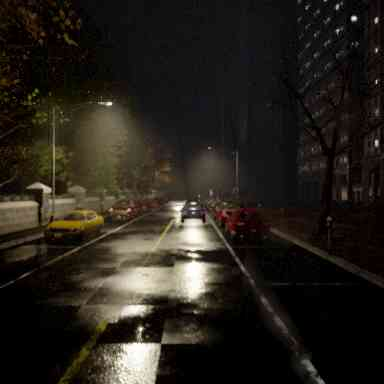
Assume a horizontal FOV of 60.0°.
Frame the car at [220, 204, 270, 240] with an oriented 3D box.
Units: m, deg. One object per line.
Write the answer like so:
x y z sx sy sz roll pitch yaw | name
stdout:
2.691 1.536 16.679 1.887 1.381 4.507 0 0 0 | car

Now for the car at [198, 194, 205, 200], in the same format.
2.688 1.469 95.531 1.967 1.590 4.097 0 0 0 | car

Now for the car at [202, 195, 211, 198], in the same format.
2.689 1.571 50.472 1.802 1.307 4.206 0 0 0 | car

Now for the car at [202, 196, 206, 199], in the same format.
2.689 1.570 44.840 1.802 1.307 4.206 0 0 0 | car

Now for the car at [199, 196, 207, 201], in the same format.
2.689 1.598 84.265 1.802 1.307 4.206 0 0 0 | car

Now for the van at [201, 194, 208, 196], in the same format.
2.689 1.336 61.737 1.690 1.788 3.998 0 0 0 | van

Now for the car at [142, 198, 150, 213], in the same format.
-5.691 1.533 33.575 1.887 1.381 4.507 0 0 0 | car

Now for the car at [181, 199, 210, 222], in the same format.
0.099 1.536 26.217 2.033 1.411 5.357 0 0 0 | car

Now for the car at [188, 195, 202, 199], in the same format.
0.099 1.466 45.836 1.882 1.535 5.008 0 0 0 | car

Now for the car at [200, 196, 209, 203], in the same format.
2.688 1.587 73.000 1.802 1.307 4.206 0 0 0 | car

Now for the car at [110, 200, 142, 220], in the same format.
-5.690 1.428 27.942 1.967 1.590 4.097 0 0 0 | car

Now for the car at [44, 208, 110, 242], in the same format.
-5.690 1.516 16.509 1.752 1.417 4.829 0 0 0 | car

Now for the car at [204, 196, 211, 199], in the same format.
2.689 1.538 39.207 2.008 1.369 4.403 0 0 0 | car

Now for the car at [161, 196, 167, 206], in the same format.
-5.691 1.536 56.104 1.887 1.381 4.507 0 0 0 | car

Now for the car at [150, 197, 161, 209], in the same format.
-5.691 1.533 44.839 1.887 1.381 4.507 0 0 0 | car

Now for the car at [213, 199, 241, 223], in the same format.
2.690 1.429 22.311 1.967 1.590 4.097 0 0 0 | car

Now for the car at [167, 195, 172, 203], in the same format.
-5.692 1.525 67.199 1.752 1.417 4.829 0 0 0 | car

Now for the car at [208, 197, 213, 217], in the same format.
2.690 1.429 27.942 1.967 1.590 4.097 0 0 0 | car

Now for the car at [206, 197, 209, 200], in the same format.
2.689 1.539 33.575 2.008 1.369 4.403 0 0 0 | car
